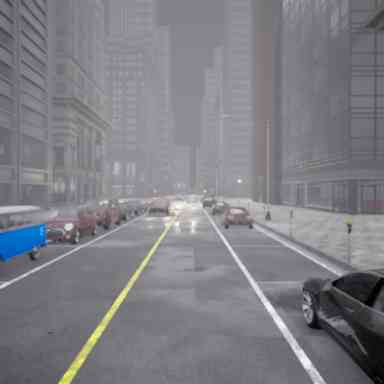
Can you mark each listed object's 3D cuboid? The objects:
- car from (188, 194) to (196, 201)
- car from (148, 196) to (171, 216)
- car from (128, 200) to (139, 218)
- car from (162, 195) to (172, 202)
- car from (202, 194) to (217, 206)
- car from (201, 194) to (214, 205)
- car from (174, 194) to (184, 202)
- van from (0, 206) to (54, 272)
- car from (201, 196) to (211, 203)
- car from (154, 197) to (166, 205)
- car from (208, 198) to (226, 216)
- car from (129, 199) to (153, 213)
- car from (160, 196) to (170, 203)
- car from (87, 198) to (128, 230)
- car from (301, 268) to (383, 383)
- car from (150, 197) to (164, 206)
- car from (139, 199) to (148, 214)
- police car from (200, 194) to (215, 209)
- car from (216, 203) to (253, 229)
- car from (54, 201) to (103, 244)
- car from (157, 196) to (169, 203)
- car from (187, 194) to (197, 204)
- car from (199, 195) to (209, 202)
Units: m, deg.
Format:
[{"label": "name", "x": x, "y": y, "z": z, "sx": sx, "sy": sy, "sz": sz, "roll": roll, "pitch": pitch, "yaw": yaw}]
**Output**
[{"label": "car", "x": 0.010, "y": 1.308, "z": 79.752, "sx": 1.812, "sy": 1.442, "sz": 4.674, "roll": 0, "pitch": 0, "yaw": 0}, {"label": "car", "x": -3.092, "y": 1.451, "z": 32.697, "sx": 1.882, "sy": 1.535, "sz": 5.008, "roll": 0, "pitch": 0, "yaw": 0}, {"label": "car", "x": -5.762, "y": 1.544, "z": 26.584, "sx": 1.947, "sy": 1.339, "sz": 4.313, "roll": 0, "pitch": 0, "yaw": 0}, {"label": "car", "x": -5.757, "y": 1.519, "z": 77.314, "sx": 2.008, "sy": 1.369, "sz": 4.403, "roll": 0, "pitch": 0, "yaw": 0}, {"label": "car", "x": 2.765, "y": 1.280, "z": 54.769, "sx": 2.192, "sy": 1.841, "sz": 5.009, "roll": 0, "pitch": 0, "yaw": 0}, {"label": "car", "x": 2.765, "y": 1.280, "z": 60.406, "sx": 2.192, "sy": 1.841, "sz": 5.009, "roll": 0, "pitch": 0, "yaw": 0}, {"label": "car", "x": -2.991, "y": 1.221, "z": 74.660, "sx": 2.097, "sy": 1.767, "sz": 4.553, "roll": 0, "pitch": 0, "yaw": 0}, {"label": "van", "x": -5.765, "y": 1.332, "z": 9.674, "sx": 1.690, "sy": 1.788, "sz": 3.998, "roll": 0, "pitch": 0, "yaw": 0}, {"label": "car", "x": 2.767, "y": 1.531, "z": 66.042, "sx": 1.947, "sy": 1.339, "sz": 4.313, "roll": 0, "pitch": 0, "yaw": 0}, {"label": "car", "x": -5.758, "y": 1.546, "z": 60.404, "sx": 1.802, "sy": 1.307, "sz": 4.206, "roll": 0, "pitch": 0, "yaw": 0}, {"label": "car", "x": 2.764, "y": 1.556, "z": 32.225, "sx": 1.802, "sy": 1.307, "sz": 4.206, "roll": 0, "pitch": 0, "yaw": 0}, {"label": "car", "x": -5.761, "y": 1.521, "z": 37.857, "sx": 2.008, "sy": 1.369, "sz": 4.403, "roll": 0, "pitch": 0, "yaw": 0}, {"label": "car", "x": -5.757, "y": 1.532, "z": 71.677, "sx": 1.947, "sy": 1.339, "sz": 4.313, "roll": 0, "pitch": 0, "yaw": 0}, {"label": "car", "x": -5.764, "y": 1.297, "z": 20.947, "sx": 2.192, "sy": 1.841, "sz": 5.009, "roll": 0, "pitch": 0, "yaw": 0}, {"label": "car", "x": 2.760, "y": 1.562, "z": 4.043, "sx": 1.947, "sy": 1.339, "sz": 4.313, "roll": 0, "pitch": 0, "yaw": 0}, {"label": "car", "x": -5.759, "y": 1.490, "z": 54.597, "sx": 1.752, "sy": 1.417, "sz": 4.829, "roll": 0, "pitch": 0, "yaw": 0}, {"label": "car", "x": -5.761, "y": 1.539, "z": 32.221, "sx": 1.947, "sy": 1.339, "sz": 4.313, "roll": 0, "pitch": 0, "yaw": 0}, {"label": "police car", "x": 2.372, "y": 1.392, "z": 44.861, "sx": 1.930, "sy": 1.638, "sz": 5.238, "roll": 0, "pitch": 0, "yaw": 0}, {"label": "car", "x": 2.763, "y": 1.564, "z": 20.953, "sx": 1.802, "sy": 1.307, "sz": 4.206, "roll": 0, "pitch": 0, "yaw": 0}, {"label": "car", "x": -5.764, "y": 1.427, "z": 15.310, "sx": 1.967, "sy": 1.590, "sz": 4.097, "roll": 0, "pitch": 0, "yaw": 0}, {"label": "car", "x": -5.758, "y": 1.531, "z": 66.040, "sx": 1.947, "sy": 1.339, "sz": 4.313, "roll": 0, "pitch": 0, "yaw": 0}, {"label": "car", "x": 0.008, "y": 1.491, "z": 63.771, "sx": 1.812, "sy": 1.442, "sz": 4.674, "roll": 0, "pitch": 0, "yaw": 0}, {"label": "car", "x": 2.768, "y": 1.408, "z": 77.314, "sx": 1.967, "sy": 1.590, "sz": 4.097, "roll": 0, "pitch": 0, "yaw": 0}]
